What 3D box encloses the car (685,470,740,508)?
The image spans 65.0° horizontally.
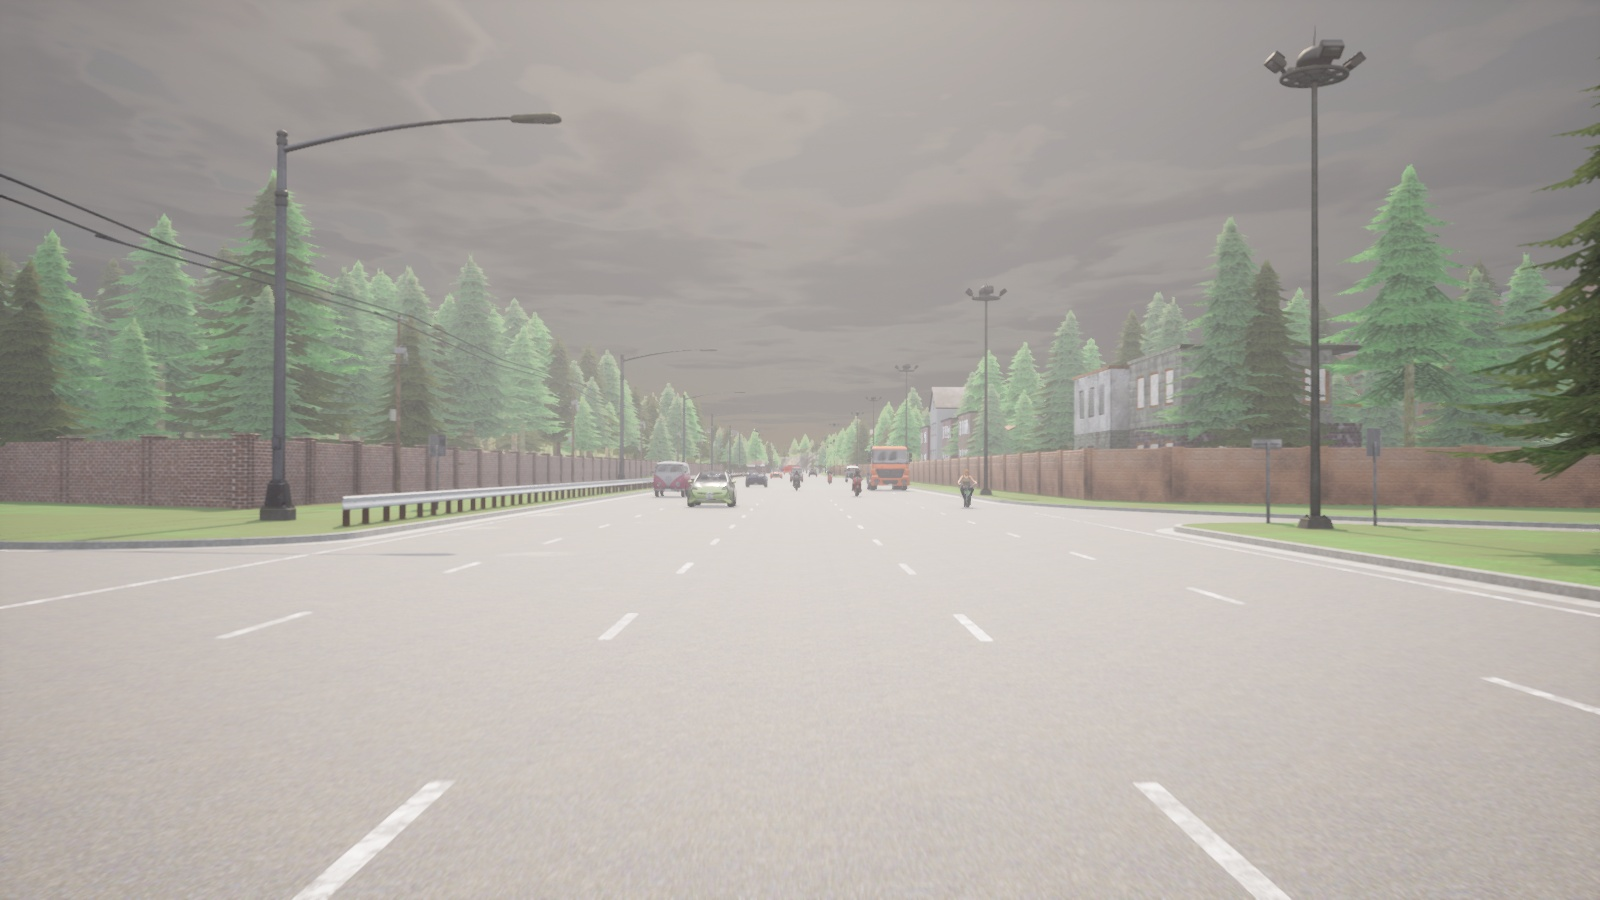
[{"bbox_3d":[-3.630,1.592,52.740,2.007,1.525,4.514,0,-1,0],"label":"car"}]

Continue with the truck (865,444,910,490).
[{"bbox_3d":[6.756,1.320,97.735,2.891,3.462,7.936,0,-1,0],"label":"truck"}]

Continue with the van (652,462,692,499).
[{"bbox_3d":[-7.175,1.691,70.706,1.775,1.987,4.442,0,-1,0],"label":"van"}]
